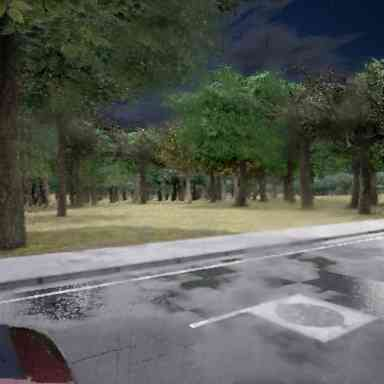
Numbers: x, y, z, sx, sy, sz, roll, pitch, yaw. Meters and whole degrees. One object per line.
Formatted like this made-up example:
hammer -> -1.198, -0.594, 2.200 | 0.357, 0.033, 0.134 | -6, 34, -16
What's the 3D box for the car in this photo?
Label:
car -> -2.751, 1.566, 1.725 | 4.181, 1.385, 1.994 | 0, 0, -36
